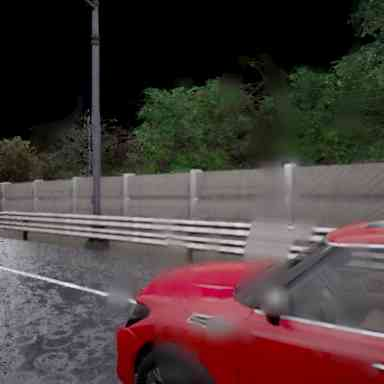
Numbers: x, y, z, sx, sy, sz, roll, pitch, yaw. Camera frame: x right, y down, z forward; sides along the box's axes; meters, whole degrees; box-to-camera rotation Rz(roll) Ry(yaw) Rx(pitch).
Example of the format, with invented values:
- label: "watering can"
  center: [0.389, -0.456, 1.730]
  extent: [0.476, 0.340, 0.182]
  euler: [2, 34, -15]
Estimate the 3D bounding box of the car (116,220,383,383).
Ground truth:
- label: "car"
  center: [1.868, 1.221, 2.660]
  extent: [5.566, 2.045, 2.150]
  euler: [0, 0, 36]
